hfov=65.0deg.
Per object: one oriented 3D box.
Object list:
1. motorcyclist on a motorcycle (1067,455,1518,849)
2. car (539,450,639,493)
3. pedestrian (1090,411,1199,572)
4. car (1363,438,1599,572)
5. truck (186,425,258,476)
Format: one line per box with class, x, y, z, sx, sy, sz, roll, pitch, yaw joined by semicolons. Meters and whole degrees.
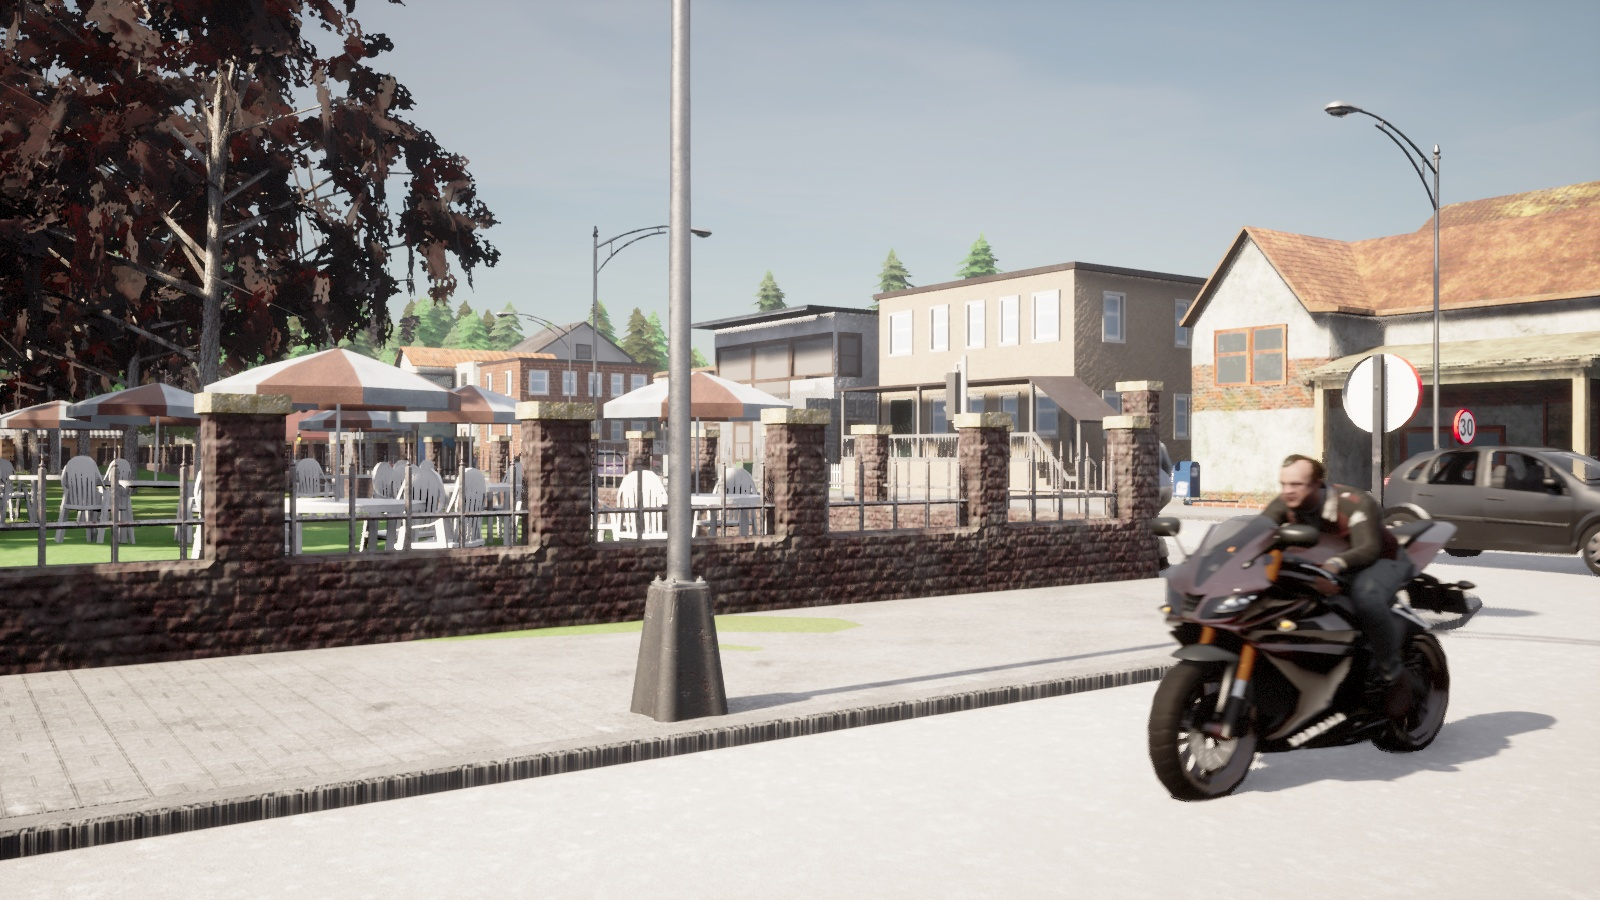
motorcyclist on a motorcycle;2.347;0.789;5.867;2.191;1.530;0.866;0;0;-34
car;-8.432;0.814;49.772;2.033;1.649;4.856;0;0;-35
pedestrian;4.129;0.483;15.067;0.874;1.855;0.900;0;0;-33
car;9.811;0.663;16.563;1.851;1.617;3.988;0;0;-32
truck;-41.321;0.070;89.628;2.891;3.462;7.936;0;0;-38
